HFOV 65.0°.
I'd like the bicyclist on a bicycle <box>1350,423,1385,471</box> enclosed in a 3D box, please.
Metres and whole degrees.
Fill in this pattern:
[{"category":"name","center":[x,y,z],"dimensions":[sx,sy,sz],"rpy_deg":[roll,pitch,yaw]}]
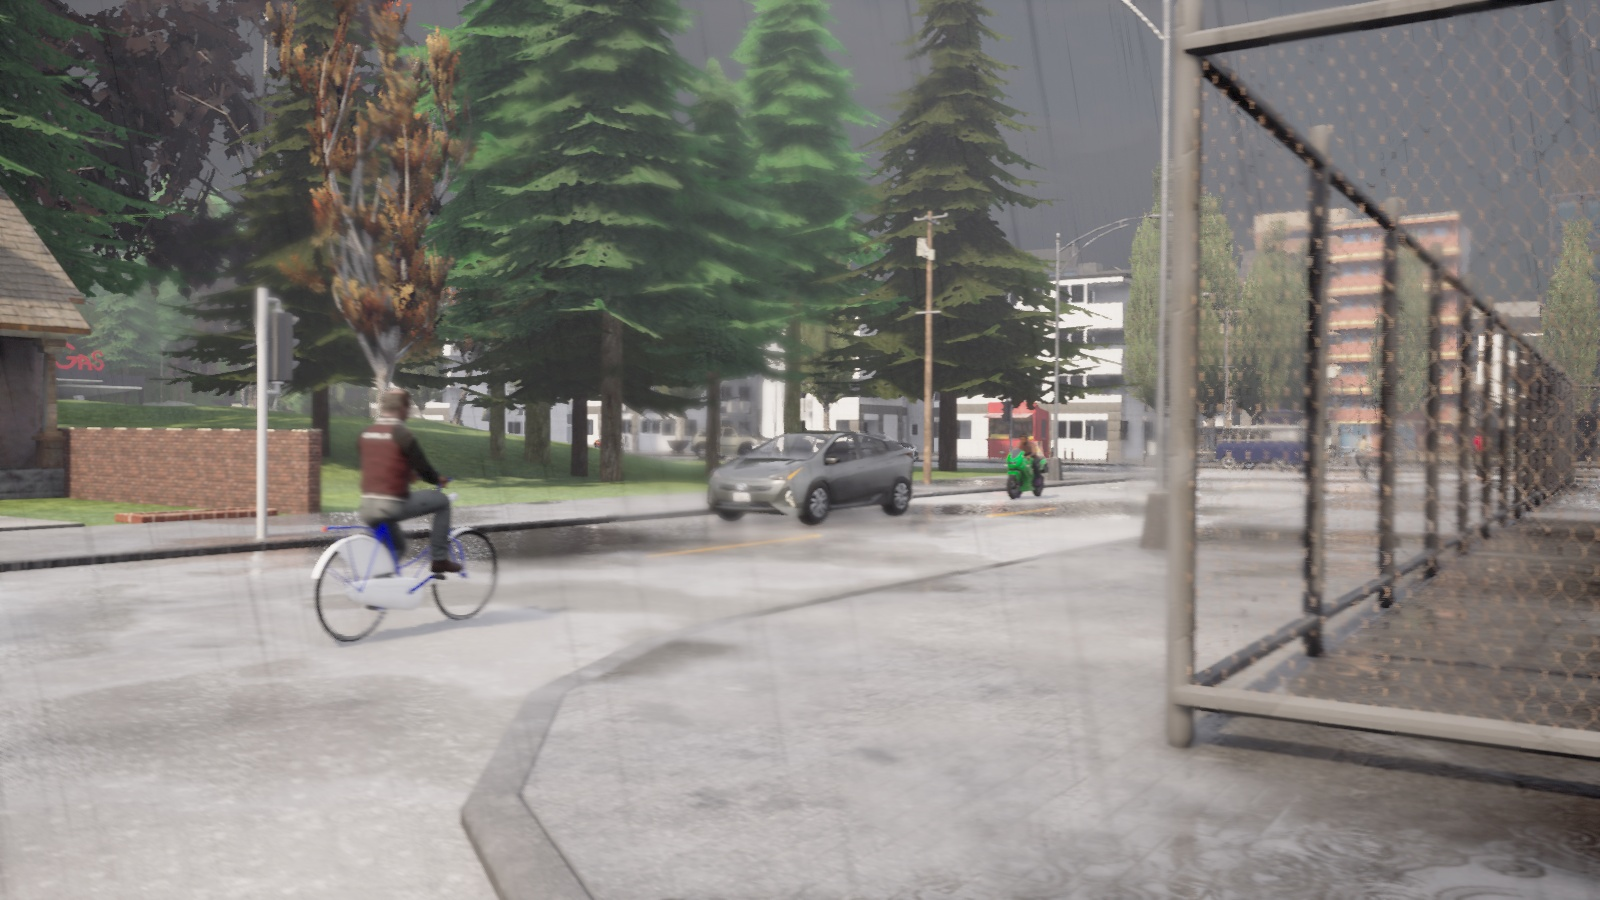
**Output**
[{"category":"bicyclist on a bicycle","center":[19.481,-0.098,43.088],"dimensions":[0.866,1.612,1.509],"rpy_deg":[0,1,34]}]

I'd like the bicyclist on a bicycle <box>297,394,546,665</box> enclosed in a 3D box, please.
[{"category":"bicyclist on a bicycle","center":[-2.699,0.502,9.185],"dimensions":[0.659,1.776,1.843],"rpy_deg":[1,1,26]}]

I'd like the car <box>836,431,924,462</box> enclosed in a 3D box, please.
[{"category":"car","center":[3.889,-0.168,61.101],"dimensions":[3.806,1.475,1.970],"rpy_deg":[0,1,35]}]

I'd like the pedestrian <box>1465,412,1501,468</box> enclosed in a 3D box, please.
[{"category":"pedestrian","center":[22.805,-0.340,41.938],"dimensions":[0.899,1.844,0.634],"rpy_deg":[0,1,8]}]

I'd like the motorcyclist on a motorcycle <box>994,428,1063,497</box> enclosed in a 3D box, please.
[{"category":"motorcyclist on a motorcycle","center":[5.285,0.272,28.933],"dimensions":[0.797,1.523,2.044],"rpy_deg":[0,1,34]}]

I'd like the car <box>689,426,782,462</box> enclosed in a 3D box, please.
[{"category":"car","center":[-3.405,-0.314,65.917],"dimensions":[4.605,1.855,1.932],"rpy_deg":[0,1,33]}]

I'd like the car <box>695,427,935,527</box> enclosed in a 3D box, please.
[{"category":"car","center":[0.387,0.382,21.576],"dimensions":[2.007,1.525,4.514],"rpy_deg":[0,1,33]}]

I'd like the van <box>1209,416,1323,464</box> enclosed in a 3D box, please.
[{"category":"van","center":[20.181,-0.444,54.552],"dimensions":[1.775,1.987,4.442],"rpy_deg":[-1,1,-34]}]
